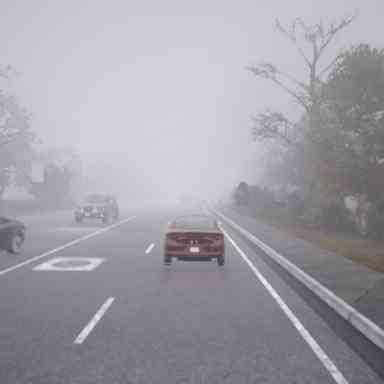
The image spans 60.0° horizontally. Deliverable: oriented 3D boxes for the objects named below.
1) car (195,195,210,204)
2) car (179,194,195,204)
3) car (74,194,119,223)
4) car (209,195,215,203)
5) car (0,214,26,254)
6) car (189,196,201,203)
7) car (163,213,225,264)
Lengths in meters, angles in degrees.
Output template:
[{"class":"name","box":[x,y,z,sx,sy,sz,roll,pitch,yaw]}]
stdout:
[{"class":"car","box":[2.267,1.955,75.889,1.994,1.385,4.181,1,0,10]},{"class":"car","box":[-1.347,1.584,75.455,2.150,2.045,5.566,1,0,10]},{"class":"car","box":[-7.019,1.188,25.157,2.150,2.045,5.566,1,0,0]},{"class":"car","box":[4.305,1.687,85.478,2.150,2.045,5.566,1,0,15]},{"class":"car","box":[-7.022,1.420,10.288,2.128,1.511,4.902,1,0,0]},{"class":"car","box":[0.781,1.905,85.826,1.837,1.490,4.892,1,0,15]},{"class":"car","box":[0.079,1.493,11.859,1.882,1.535,5.008,1,0,0]}]
